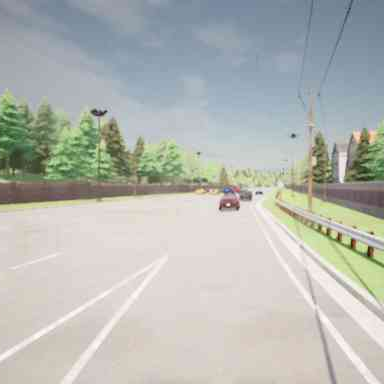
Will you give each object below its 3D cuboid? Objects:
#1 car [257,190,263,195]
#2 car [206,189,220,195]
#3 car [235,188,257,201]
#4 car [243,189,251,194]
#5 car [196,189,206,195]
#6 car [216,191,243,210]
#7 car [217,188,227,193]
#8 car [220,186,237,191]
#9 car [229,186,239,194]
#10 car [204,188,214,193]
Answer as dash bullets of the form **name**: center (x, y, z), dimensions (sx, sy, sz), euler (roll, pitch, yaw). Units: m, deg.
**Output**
- **car**: center (17.510, 0.008, 86.527), dimensions (1.895, 1.301, 4.718), euler (0, 1, 15)
- **car**: center (5.644, -0.072, 82.743), dimensions (1.882, 1.535, 5.008), euler (0, 1, 15)
- **car**: center (8.445, 0.534, 51.908), dimensions (2.128, 1.511, 4.902), euler (0, 1, 15)
- **car**: center (15.089, -0.249, 91.048), dimensions (1.895, 1.301, 4.718), euler (0, 1, 15)
- **car**: center (2.261, -0.095, 83.640), dimensions (1.882, 1.535, 5.008), euler (0, 1, 15)
- **car**: center (3.672, 0.930, 32.064), dimensions (1.812, 1.442, 4.674), euler (0, 1, 10)
- **car**: center (8.315, -0.339, 92.812), dimensions (1.994, 1.385, 4.181), euler (0, 1, 15)
- **car**: center (9.035, -0.301, 81.871), dimensions (2.150, 2.045, 5.566), euler (0, 1, 15)
- **car**: center (11.707, -0.643, 91.938), dimensions (2.150, 2.045, 5.566), euler (0, 1, 15)
- **car**: center (4.940, -0.321, 93.739), dimensions (1.895, 1.301, 4.718), euler (0, 1, 15)
